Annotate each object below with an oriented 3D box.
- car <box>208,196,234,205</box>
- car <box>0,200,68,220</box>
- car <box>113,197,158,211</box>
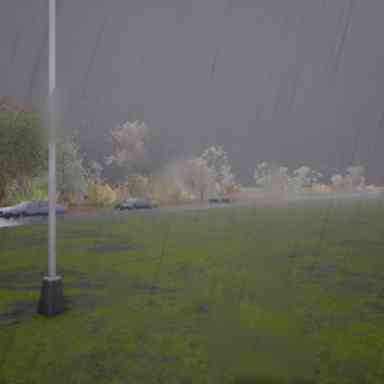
[{"bbox_3d":[4.367,1.195,50.279,1.895,1.301,4.718,0,1,37],"label":"car"},{"bbox_3d":[-12.822,1.395,26.915,2.033,1.411,5.357,0,1,36],"label":"car"},{"bbox_3d":[-5.969,1.297,36.269,2.033,1.411,5.357,0,1,36],"label":"car"}]
